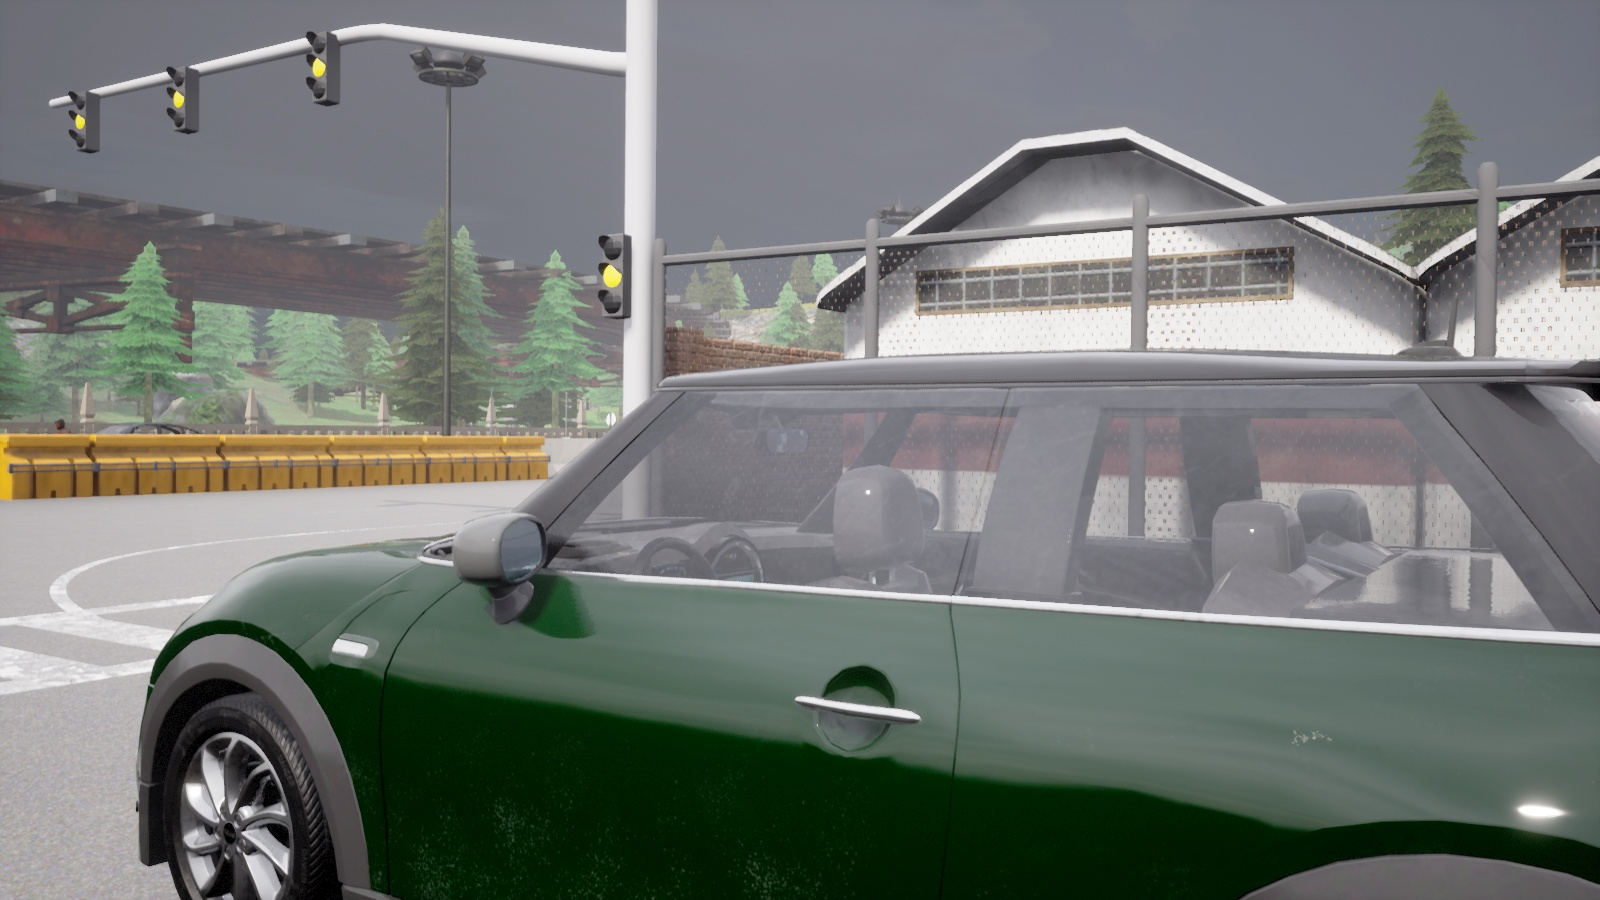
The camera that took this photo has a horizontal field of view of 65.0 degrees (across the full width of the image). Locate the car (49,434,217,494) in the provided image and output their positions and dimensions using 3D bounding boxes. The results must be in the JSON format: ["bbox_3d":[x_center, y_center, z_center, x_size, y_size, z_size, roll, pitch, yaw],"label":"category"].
[{"bbox_3d":[-18.487,0.353,34.944,1.789,1.549,3.705,0,1,32],"label":"car"}]

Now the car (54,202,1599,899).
[{"bbox_3d":[0.186,0.538,3.497,4.553,1.767,2.097,0,1,33],"label":"car"}]
